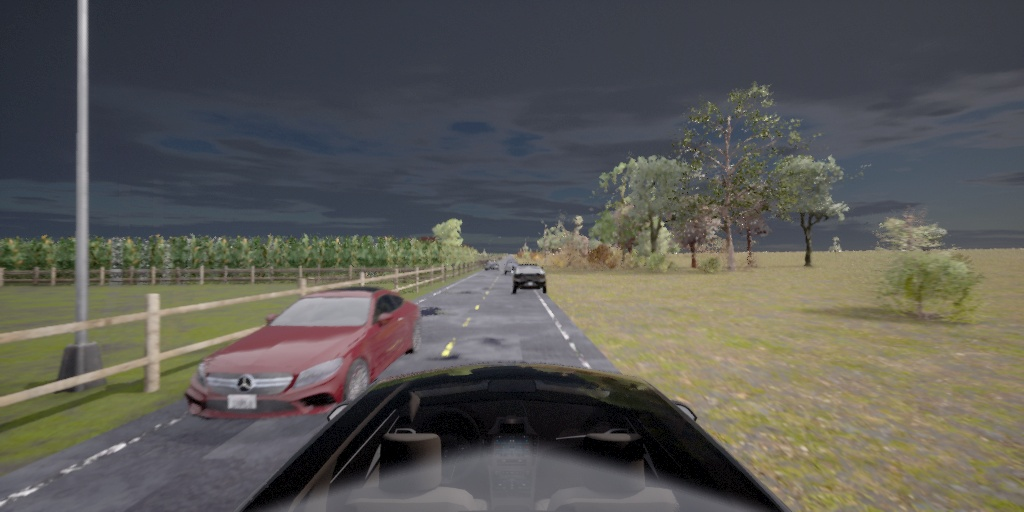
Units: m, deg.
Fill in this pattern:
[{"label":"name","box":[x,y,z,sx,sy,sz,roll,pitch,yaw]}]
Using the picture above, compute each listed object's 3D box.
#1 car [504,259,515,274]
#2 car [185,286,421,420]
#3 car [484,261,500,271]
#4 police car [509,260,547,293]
[{"label":"car","box":[0.011,1.407,42.569,2.033,1.411,5.357,0,0,0]},{"label":"car","box":[-2.850,1.290,6.116,1.812,1.442,4.674,0,0,0]},{"label":"car","box":[-2.811,1.440,50.945,1.994,1.385,4.181,0,0,0]},{"label":"police car","box":[0.954,1.235,21.248,1.930,1.638,5.238,0,0,0]}]
